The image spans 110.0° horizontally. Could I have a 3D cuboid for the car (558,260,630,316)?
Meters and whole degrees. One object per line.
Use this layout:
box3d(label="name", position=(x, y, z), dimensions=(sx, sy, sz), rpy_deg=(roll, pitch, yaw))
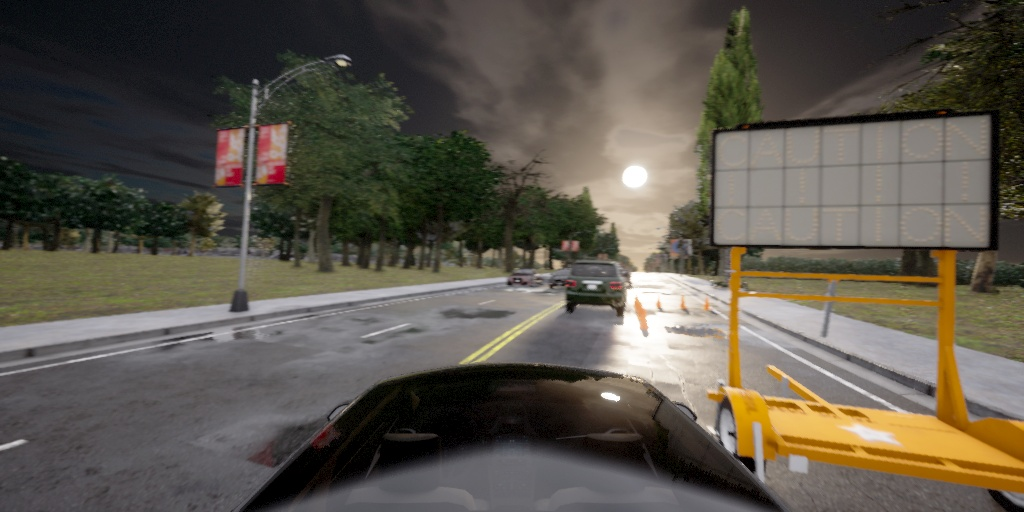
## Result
box3d(label="car", position=(3.654, 1.219, 15.046), dimensions=(2.150, 2.045, 5.566), rpy_deg=(1, -1, 19))

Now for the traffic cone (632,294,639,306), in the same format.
box3d(label="traffic cone", position=(5.192, 1.988, 14.826), dimensions=(0.340, 0.580, 0.340), rpy_deg=(0, 0, 17))

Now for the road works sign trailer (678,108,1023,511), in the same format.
box3d(label="road works sign trailer", position=(3.364, 0.330, 3.891), dimensions=(2.380, 3.560, 2.880), rpy_deg=(0, 0, 17))

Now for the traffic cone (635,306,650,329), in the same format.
box3d(label="traffic cone", position=(4.049, 1.916, 10.994), dimensions=(0.340, 0.580, 0.340), rpy_deg=(0, 0, 17))

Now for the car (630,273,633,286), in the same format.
box3d(label="car", position=(9.860, 1.908, 32.427), dimensions=(1.812, 1.442, 4.674), rpy_deg=(1, -1, 20))

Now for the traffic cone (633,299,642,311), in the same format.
box3d(label="traffic cone", position=(4.620, 1.952, 12.910), dimensions=(0.340, 0.580, 0.340), rpy_deg=(0, 0, 17))

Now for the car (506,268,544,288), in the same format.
box3d(label="car", position=(1.074, 1.668, 27.869), dimensions=(1.994, 1.385, 4.181), rpy_deg=(1, -1, 20))

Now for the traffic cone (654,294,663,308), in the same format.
box3d(label="traffic cone", position=(6.722, 2.045, 16.456), dimensions=(0.340, 0.580, 0.340), rpy_deg=(0, 0, 17))

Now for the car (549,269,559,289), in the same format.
box3d(label="car", position=(4.079, 1.665, 26.622), dimensions=(1.837, 1.490, 4.892), rpy_deg=(1, -1, 20))
